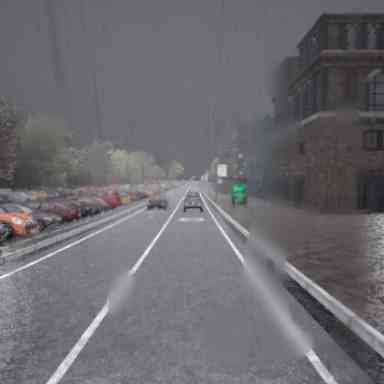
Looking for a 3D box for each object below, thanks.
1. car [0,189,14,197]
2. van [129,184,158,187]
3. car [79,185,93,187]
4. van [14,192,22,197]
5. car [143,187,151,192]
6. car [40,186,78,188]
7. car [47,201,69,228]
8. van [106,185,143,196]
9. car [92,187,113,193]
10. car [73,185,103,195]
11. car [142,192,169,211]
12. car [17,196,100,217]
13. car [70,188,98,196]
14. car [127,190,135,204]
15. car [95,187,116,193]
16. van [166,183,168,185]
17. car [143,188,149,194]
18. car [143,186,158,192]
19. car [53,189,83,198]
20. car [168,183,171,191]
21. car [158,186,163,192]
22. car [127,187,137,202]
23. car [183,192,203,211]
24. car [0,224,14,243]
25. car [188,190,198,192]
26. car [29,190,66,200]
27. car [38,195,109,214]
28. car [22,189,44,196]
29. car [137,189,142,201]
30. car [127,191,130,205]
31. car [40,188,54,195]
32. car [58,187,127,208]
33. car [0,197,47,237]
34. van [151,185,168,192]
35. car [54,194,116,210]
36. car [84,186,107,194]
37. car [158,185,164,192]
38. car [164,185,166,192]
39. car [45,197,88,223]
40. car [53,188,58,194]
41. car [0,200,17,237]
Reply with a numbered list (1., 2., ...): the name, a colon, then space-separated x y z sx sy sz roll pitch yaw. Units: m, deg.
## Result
1. car: -22.633 0.691 35.410 5.566 2.045 2.435 0 2 1
2. van: -9.215 -0.106 63.088 4.442 1.987 1.878 0 2 0
3. car: -22.354 -0.097 66.033 4.553 1.767 2.185 0 2 1
4. van: -22.520 0.635 38.194 4.442 1.987 1.878 0 2 1
5. car: -9.426 0.453 52.030 5.008 1.535 2.097 0 2 1
6. car: -22.458 0.115 54.896 5.566 2.045 2.435 0 2 1
7. car: -9.735 1.408 18.628 4.674 1.452 2.002 0 1 1
8. van: -9.598 0.393 46.461 4.442 1.987 1.878 0 2 1
9. car: -22.206 -0.463 82.739 4.792 1.488 2.163 0 2 1
10. car: -22.308 -0.395 71.598 5.566 2.045 2.435 0 2 0
11. car: -3.285 1.030 33.257 2.033 1.411 5.357 0 2 1
12. car: -9.677 1.254 24.204 5.008 1.535 2.097 0 1 1
13. car: -22.365 -0.058 68.820 5.008 1.535 2.097 0 2 1
14. car: -9.742 0.861 38.122 5.366 1.575 1.946 0 2 1
15. car: -22.216 -0.581 85.523 5.008 1.535 2.097 0 2 1
16. van: -9.014 -0.802 85.406 4.442 1.987 1.878 0 2 1
17. car: -9.462 0.536 49.249 5.008 1.535 2.097 0 2 1
18. car: -9.196 0.283 57.593 5.366 1.575 1.946 0 2 1
19. car: -22.439 0.238 60.472 4.674 1.452 2.002 0 2 1
20. car: -9.077 -0.916 88.188 5.566 2.045 2.435 0 2 1
21. car: -9.259 -0.100 71.506 4.674 1.452 2.002 0 2 1
22. car: -9.502 0.661 40.773 4.553 1.767 2.185 0 2 1
23. car: 0.114 1.052 32.449 2.033 1.411 5.357 0 2 0
24. car: -3.350 1.342 1.969 2.097 1.767 4.553 0 0 0
25. car: 0.162 0.494 49.737 2.128 1.511 4.902 0 2 0
26. car: -22.540 0.479 52.119 4.792 1.488 2.163 0 2 1
27. car: -9.628 1.215 26.991 4.792 1.488 2.163 0 2 1
28. car: -22.589 0.737 43.770 4.674 1.452 2.002 0 2 1
29. car: -9.513 0.702 43.684 4.892 1.521 2.231 0 2 1
30. car: -9.577 0.945 35.338 5.008 1.535 2.097 0 2 1
31. car: -22.567 0.615 46.553 5.008 1.535 2.097 0 2 1
32. car: -9.635 0.776 32.549 5.566 2.045 2.435 0 2 1
33. car: -9.789 1.287 15.838 4.553 1.767 2.185 0 1 1
34. van: -8.966 -0.975 90.845 4.442 1.987 1.878 0 2 1
35. car: -9.629 1.148 29.776 4.674 1.452 2.002 0 2 1
36. car: -22.317 -0.443 77.169 4.553 1.767 2.185 0 2 1
37. car: -9.200 -0.351 74.282 4.553 1.767 2.185 0 2 1
38. car: -9.212 -0.312 77.069 4.892 1.521 2.231 0 2 1
39. car: -9.701 1.315 21.415 5.008 1.535 2.097 0 1 0
40. car: -22.543 0.533 49.336 4.892 1.521 2.231 0 2 1
41. car: -9.814 1.323 13.059 4.553 1.767 2.185 0 1 1
